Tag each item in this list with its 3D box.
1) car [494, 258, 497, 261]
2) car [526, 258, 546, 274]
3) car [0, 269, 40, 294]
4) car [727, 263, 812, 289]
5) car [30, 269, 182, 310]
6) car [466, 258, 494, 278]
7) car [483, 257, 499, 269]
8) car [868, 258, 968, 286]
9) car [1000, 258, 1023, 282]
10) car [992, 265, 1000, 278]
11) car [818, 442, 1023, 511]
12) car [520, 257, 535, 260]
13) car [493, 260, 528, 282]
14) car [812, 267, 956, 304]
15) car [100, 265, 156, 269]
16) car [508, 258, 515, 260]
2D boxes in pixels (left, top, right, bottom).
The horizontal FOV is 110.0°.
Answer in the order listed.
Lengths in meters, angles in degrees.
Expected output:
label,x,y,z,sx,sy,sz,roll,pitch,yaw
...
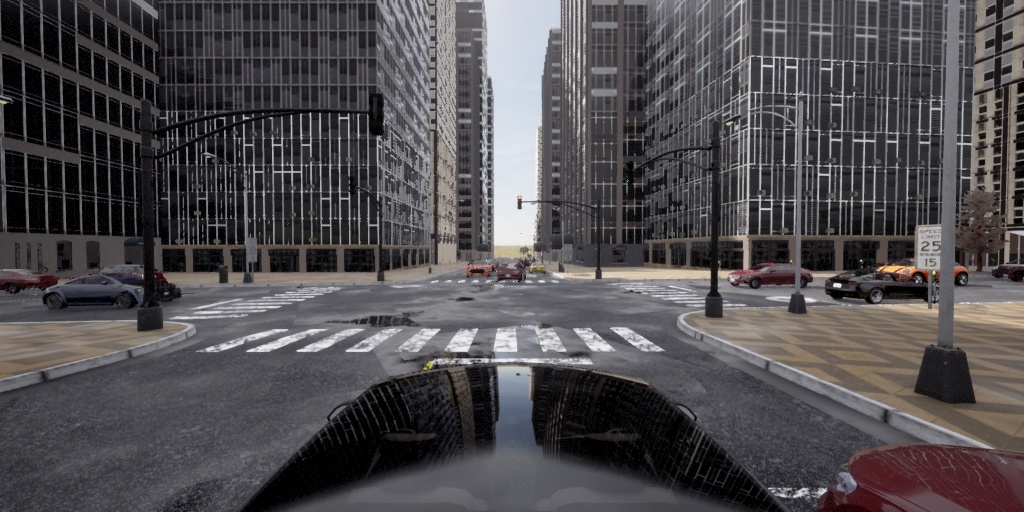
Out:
label,x,y,z,sx,sy,sz,roll,pitch,yaw
car,-3.116,1.203,44.214,1.882,1.535,5.008,0,0,0
car,2.805,1.254,39.933,1.751,1.417,4.829,0,0,0
car,-28.204,1.391,20.004,4.207,1.307,1.802,0,0,-5
car,15.392,1.135,21.437,4.674,1.442,1.812,0,1,-5
car,-16.756,1.430,15.183,4.181,1.385,1.994,0,1,-4
car,-3.112,1.085,34.279,2.097,1.767,4.553,0,0,0
car,-3.107,1.066,54.257,2.097,1.767,4.553,0,0,0
car,25.339,0.904,22.347,4.553,1.767,2.097,0,1,-5
car,35.348,0.845,23.267,4.553,1.767,2.097,0,1,-5
car,37.693,0.864,26.110,4.097,1.591,1.967,0,0,-5
car,2.692,1.333,0.395,1.802,1.307,4.207,0,0,0
car,2.709,1.028,55.015,2.192,1.841,5.009,0,0,0
car,-0.031,1.265,28.398,1.812,1.442,4.674,0,0,7
car,16.124,1.293,15.693,4.313,1.339,1.948,0,0,-5
car,-22.579,1.216,20.528,4.097,1.591,1.967,0,0,-5
car,0.077,1.312,56.843,1.895,1.301,4.718,0,0,0
